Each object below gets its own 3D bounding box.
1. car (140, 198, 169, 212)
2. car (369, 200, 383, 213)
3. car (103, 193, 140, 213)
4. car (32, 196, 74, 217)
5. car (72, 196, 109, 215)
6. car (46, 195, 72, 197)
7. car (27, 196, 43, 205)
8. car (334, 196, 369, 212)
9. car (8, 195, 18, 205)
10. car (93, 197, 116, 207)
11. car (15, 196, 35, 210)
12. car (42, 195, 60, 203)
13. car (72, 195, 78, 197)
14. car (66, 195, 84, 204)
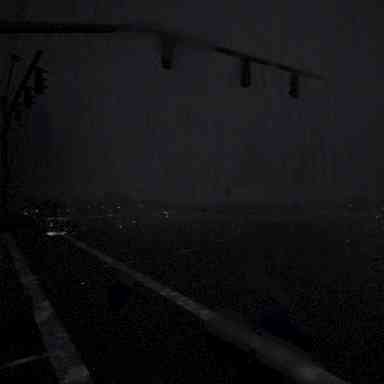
[{"bbox_3d":[-4.587,1.408,37.311,2.033,1.411,5.357,-1,0,-35],"label":"car"},{"bbox_3d":[19.580,1.222,32.059,4.902,1.511,2.128,-1,0,-35],"label":"car"},{"bbox_3d":[-8.084,1.107,36.216,2.150,2.045,5.566,-1,1,-35],"label":"car"},{"bbox_3d":[-13.096,1.432,31.154,2.128,1.511,4.902,-1,1,-35],"label":"car"},{"bbox_3d":[-10.210,1.442,33.136,1.812,1.442,4.674,-1,1,-35],"label":"car"},{"bbox_3d":[-17.904,1.392,44.221,1.882,1.535,5.008,-1,0,-35],"label":"car"},{"bbox_3d":[-27.355,1.415,57.936,1.837,1.490,4.892,-1,1,-34],"label":"car"},{"bbox_3d":[16.605,1.244,34.237,4.892,1.490,1.837,-1,1,-35],"label":"car"},{"bbox_3d":[-29.349,1.293,54.639,2.097,1.767,4.553,-1,0,-34],"label":"car"},{"bbox_3d":[-13.002,1.424,49.448,1.994,1.385,4.181,-1,0,-35],"label":"car"},{"bbox_3d":[-20.479,1.504,41.795,1.994,1.385,4.181,-1,1,-35],"label":"car"},{"bbox_3d":[-27.000,1.341,63.618,2.128,1.511,4.902,-1,0,-35],"label":"car"},{"bbox_3d":[-18.386,1.487,51.090,1.895,1.301,4.718,-1,0,-34],"label":"car"},{"bbox_3d":[-22.091,1.334,62.662,1.882,1.535,5.008,-1,0,-34],"label":"car"}]
